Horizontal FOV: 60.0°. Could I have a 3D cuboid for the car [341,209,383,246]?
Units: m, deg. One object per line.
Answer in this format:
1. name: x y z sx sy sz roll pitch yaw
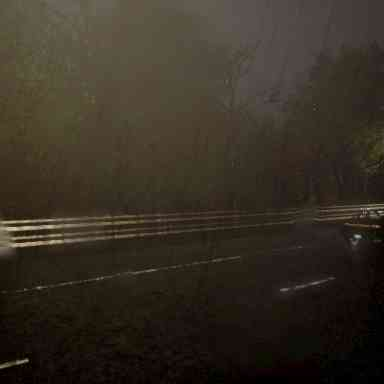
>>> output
1. car: 8.323 1.498 14.198 4.902 1.511 2.128 0 0 -36
